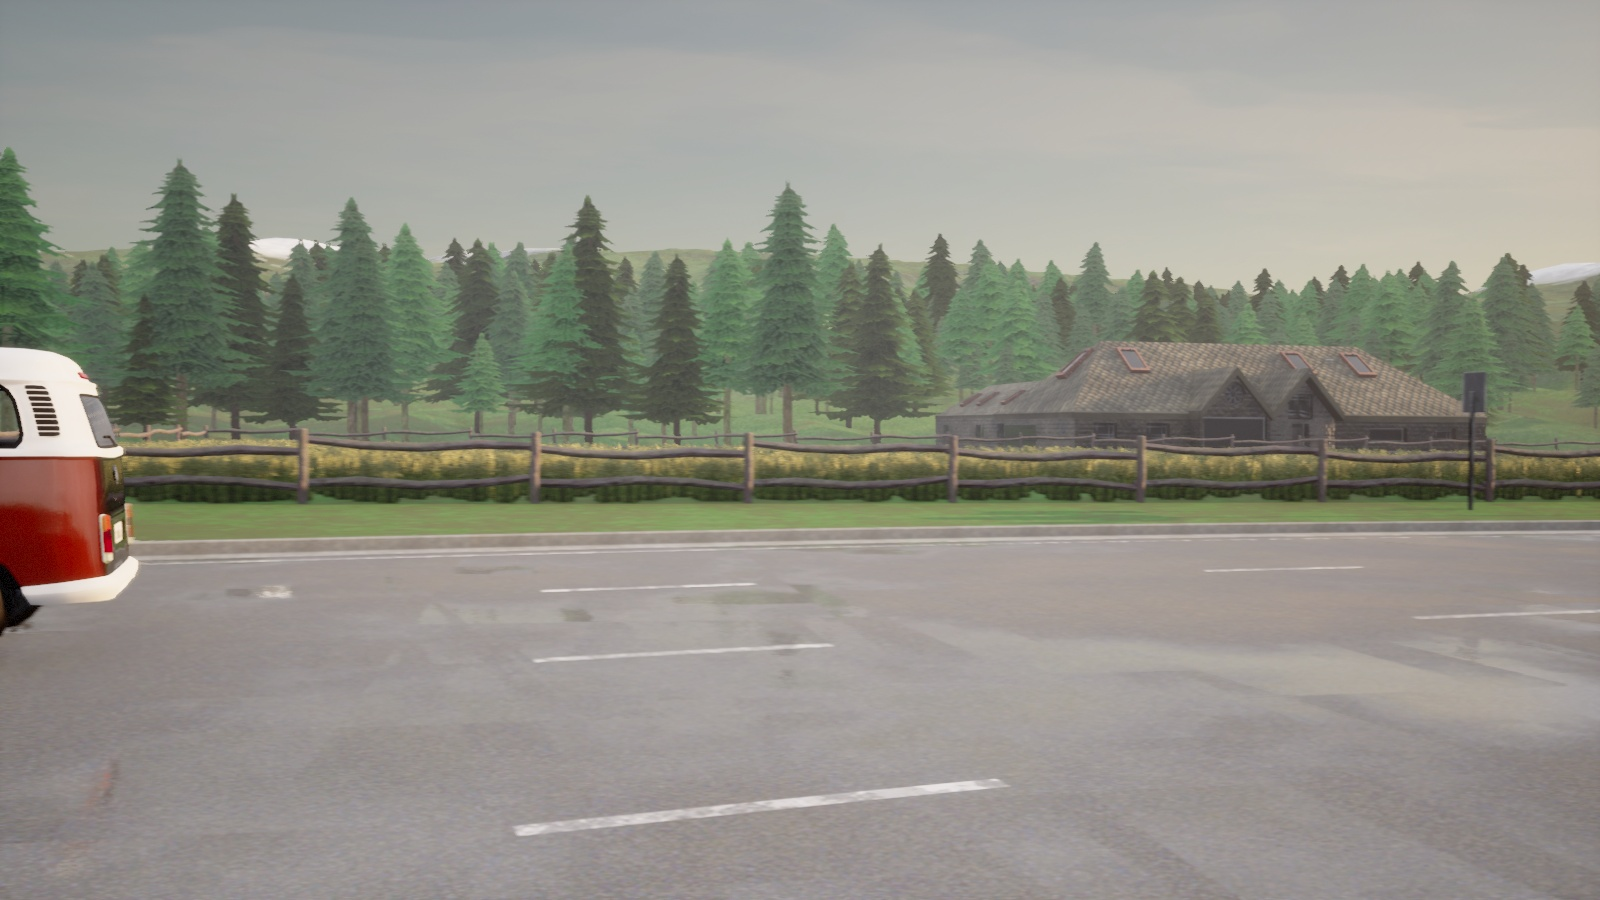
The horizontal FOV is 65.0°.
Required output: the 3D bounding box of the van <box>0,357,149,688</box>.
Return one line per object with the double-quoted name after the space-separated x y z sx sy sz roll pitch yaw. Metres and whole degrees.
-6.809 0.465 8.059 4.480 2.038 2.069 -1 1 -23 "van"
